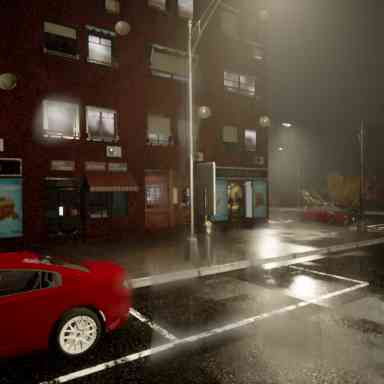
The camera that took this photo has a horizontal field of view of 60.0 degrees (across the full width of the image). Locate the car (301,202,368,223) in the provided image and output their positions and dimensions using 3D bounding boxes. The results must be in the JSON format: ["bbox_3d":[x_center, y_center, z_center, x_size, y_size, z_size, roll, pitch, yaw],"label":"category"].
[{"bbox_3d":[11.706,1.616,27.757,1.837,1.490,4.892,-1,0,-35],"label":"car"}]

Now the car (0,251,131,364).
[{"bbox_3d":[-3.055,1.545,4.395,4.507,1.381,1.887,0,-1,-35],"label":"car"}]

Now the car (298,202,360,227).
[{"bbox_3d":[9.977,1.706,24.540,1.994,1.385,4.181,-1,0,-35],"label":"car"}]
